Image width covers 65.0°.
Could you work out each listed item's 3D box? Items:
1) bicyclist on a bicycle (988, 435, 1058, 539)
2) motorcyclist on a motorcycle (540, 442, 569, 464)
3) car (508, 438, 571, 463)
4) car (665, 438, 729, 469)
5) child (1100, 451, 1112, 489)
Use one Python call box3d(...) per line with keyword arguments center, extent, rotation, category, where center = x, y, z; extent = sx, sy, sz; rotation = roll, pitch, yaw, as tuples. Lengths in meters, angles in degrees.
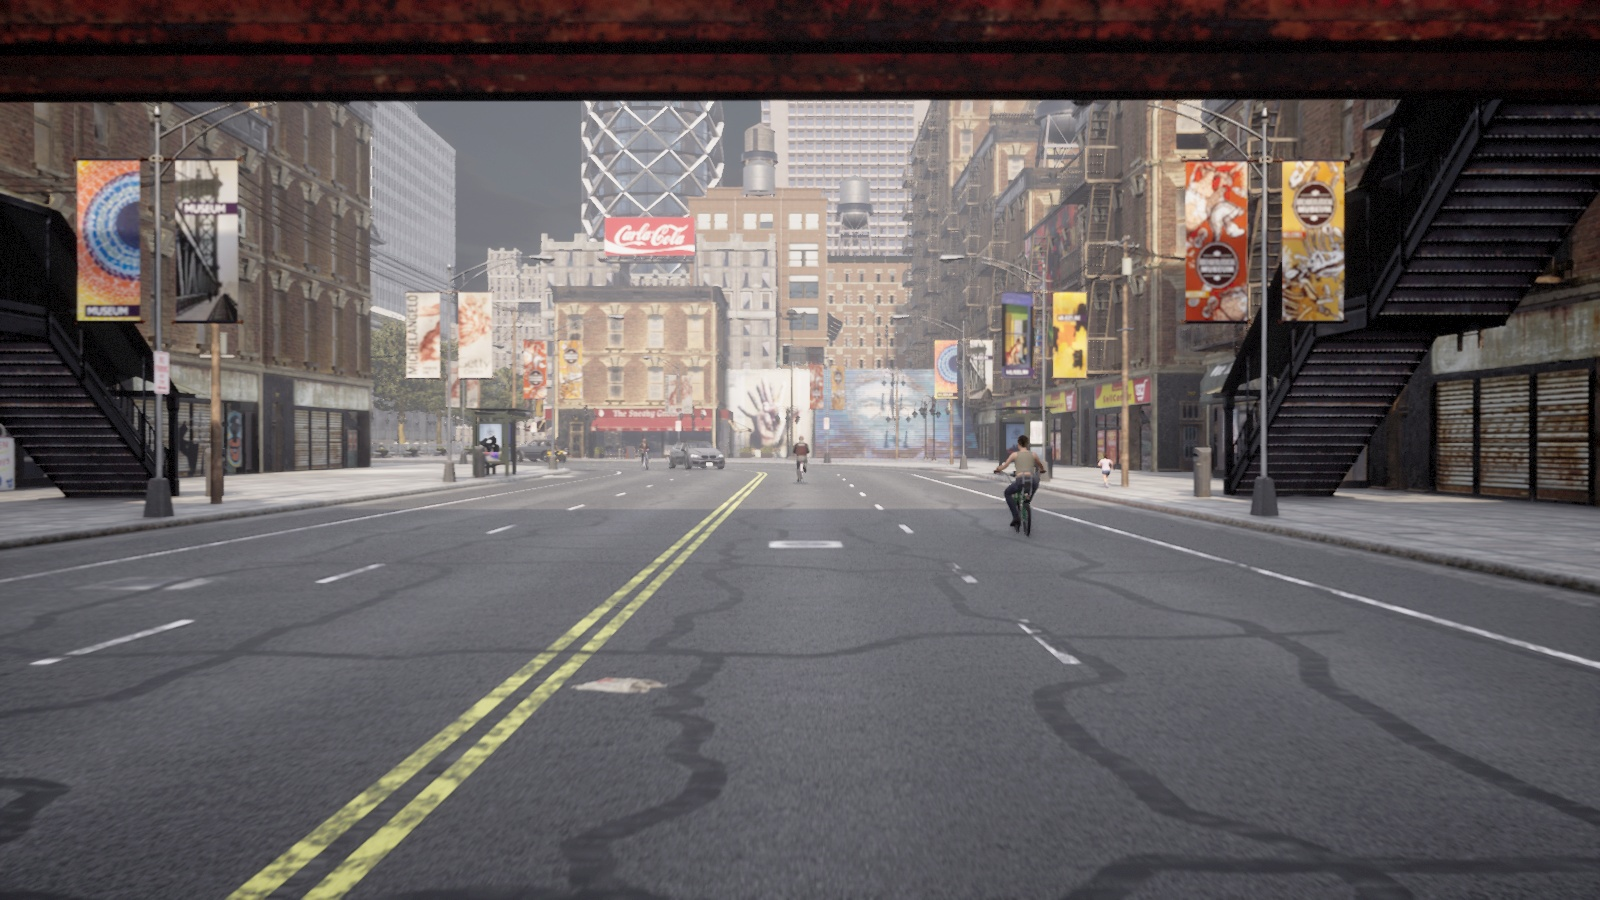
box3d(center=(3.578, 0.572, 20.295), extent=(0.866, 1.612, 1.509), rotation=(0, 0, 0), category="bicyclist on a bicycle")
box3d(center=(-17.757, 0.201, 90.819), extent=(2.044, 1.523, 0.797), rotation=(0, 1, 35), category="motorcyclist on a motorcycle")
box3d(center=(-20.010, 0.003, 96.262), extent=(4.605, 1.855, 1.932), rotation=(0, 0, 30), category="car")
box3d(center=(-5.845, 0.186, 70.945), extent=(2.242, 1.667, 4.611), rotation=(0, 0, -23), category="car")
box3d(center=(9.007, 0.583, 36.959), extent=(0.255, 1.110, 0.394), rotation=(0, 0, -4), category="child")
